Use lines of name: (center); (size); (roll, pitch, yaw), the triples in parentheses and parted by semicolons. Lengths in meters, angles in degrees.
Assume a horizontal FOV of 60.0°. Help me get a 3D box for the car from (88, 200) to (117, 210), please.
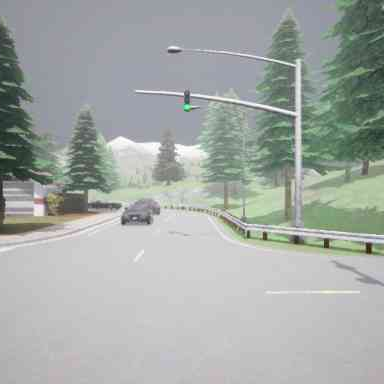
car: (-11.223, 1.608, 41.741); (4.718, 1.301, 1.895); (0, 0, 14)

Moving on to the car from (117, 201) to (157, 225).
car: (-3.886, 1.564, 24.182); (1.994, 1.385, 4.181); (0, 0, -2)

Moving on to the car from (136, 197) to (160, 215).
car: (-4.680, 1.352, 33.976); (2.097, 1.767, 4.553); (0, 0, -19)
